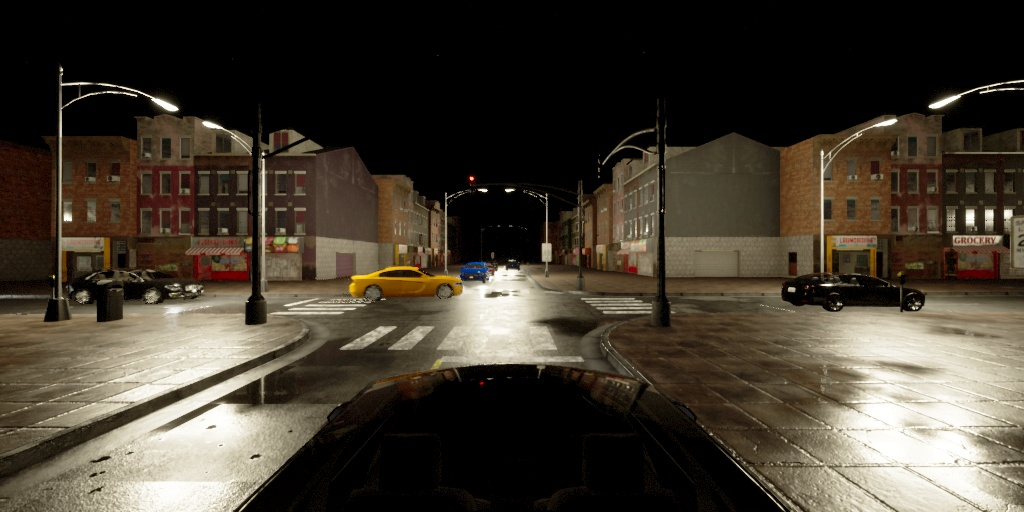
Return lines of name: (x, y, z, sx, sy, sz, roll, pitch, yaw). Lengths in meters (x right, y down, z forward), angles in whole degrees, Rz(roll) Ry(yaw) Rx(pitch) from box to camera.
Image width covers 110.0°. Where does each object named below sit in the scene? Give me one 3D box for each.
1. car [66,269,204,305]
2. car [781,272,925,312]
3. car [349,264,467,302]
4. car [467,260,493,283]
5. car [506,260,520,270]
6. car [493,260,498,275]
car: (-16.391, 1.305, 15.747, 4.892, 1.490, 1.837, -1, 0, 0)
car: (12.359, 1.266, 13.169, 4.313, 1.339, 1.948, 0, 0, 0)
car: (-4.829, 1.240, 16.712, 5.008, 1.535, 1.882, 0, 0, -14)
car: (-2.822, 1.238, 27.913, 1.882, 1.535, 5.008, 0, 0, 1)
car: (0.123, 1.345, 53.018, 1.994, 1.385, 4.181, 0, 0, 0)
car: (-2.833, 1.332, 37.864, 1.994, 1.385, 4.181, 0, 0, 0)
